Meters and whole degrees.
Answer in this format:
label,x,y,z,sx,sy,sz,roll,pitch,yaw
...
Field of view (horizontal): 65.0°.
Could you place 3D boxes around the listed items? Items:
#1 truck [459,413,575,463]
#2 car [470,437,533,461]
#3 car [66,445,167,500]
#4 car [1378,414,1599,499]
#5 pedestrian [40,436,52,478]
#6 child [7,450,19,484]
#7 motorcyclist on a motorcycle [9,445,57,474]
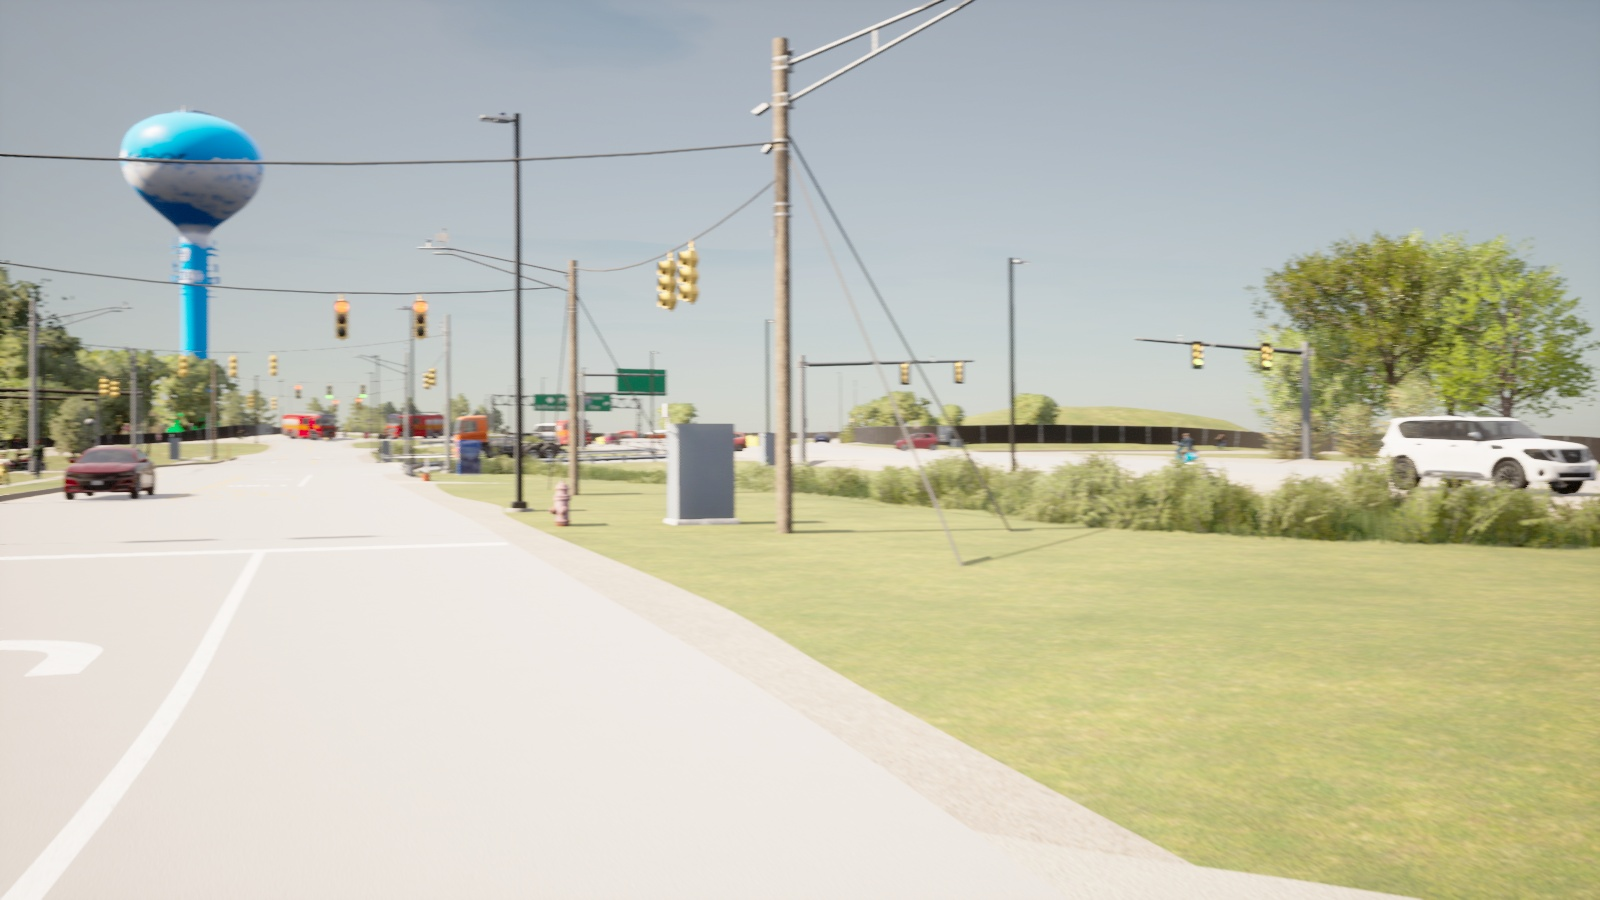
label,x,y,z,sx,sy,sz,roll,pitch,yaw
truck,-20.785,-0.923,92.302,7.936,3.462,2.891,-1,1,-20
car,-22.680,-0.108,95.452,4.553,1.767,2.097,0,1,-17
car,-20.208,0.613,37.316,1.882,1.535,5.008,0,0,-20
car,18.251,0.125,33.148,2.150,2.045,5.566,0,1,-20
pedestrian,-33.218,0.315,55.313,0.353,1.847,0.614,0,-1,-21
child,-28.998,0.620,46.270,0.270,1.263,0.437,0,-1,-17
motorcyclist on a motorcycle,-45.442,0.550,74.415,2.350,1.649,0.766,0,1,-24
